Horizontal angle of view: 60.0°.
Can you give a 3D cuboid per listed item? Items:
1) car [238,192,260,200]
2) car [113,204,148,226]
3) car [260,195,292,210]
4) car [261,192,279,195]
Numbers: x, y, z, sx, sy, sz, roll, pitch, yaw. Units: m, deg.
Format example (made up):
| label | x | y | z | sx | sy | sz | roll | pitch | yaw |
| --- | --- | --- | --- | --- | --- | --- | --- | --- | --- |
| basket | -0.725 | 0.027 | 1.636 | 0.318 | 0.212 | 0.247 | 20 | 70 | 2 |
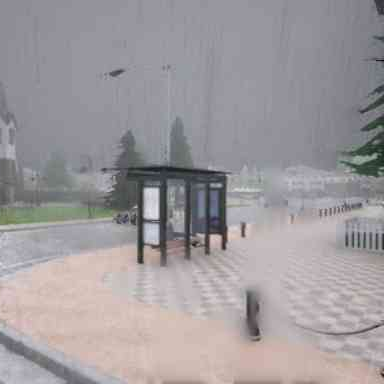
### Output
| label | x | y | z | sx | sy | sz | roll | pitch | yaw |
| --- | --- | --- | --- | --- | --- | --- | --- | --- | --- |
| car | 14.510 | 1.196 | 84.768 | 3.806 | 1.475 | 1.970 | 0 | 0 | 35 |
| car | -3.188 | 1.432 | 22.647 | 1.812 | 1.442 | 4.674 | 0 | 0 | 35 |
| car | 10.754 | 1.412 | 42.436 | 1.837 | 1.490 | 4.892 | 0 | 0 | 35 |
| car | 18.872 | 1.223 | 78.066 | 3.633 | 1.501 | 1.845 | 0 | 0 | 35 |
